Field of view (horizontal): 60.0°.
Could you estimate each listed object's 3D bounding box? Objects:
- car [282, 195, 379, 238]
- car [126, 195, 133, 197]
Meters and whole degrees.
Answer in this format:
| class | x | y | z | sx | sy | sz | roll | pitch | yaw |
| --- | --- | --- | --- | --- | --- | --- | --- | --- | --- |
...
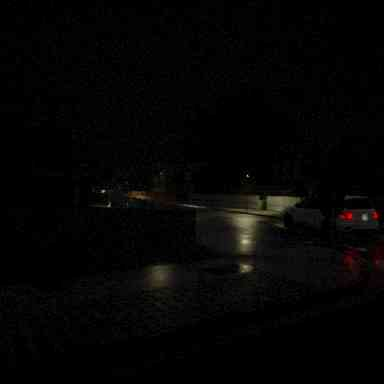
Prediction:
| class | x | y | z | sx | sy | sz | roll | pitch | yaw |
| --- | --- | --- | --- | --- | --- | --- | --- | --- | --- |
| car | 6.959 | 1.187 | 17.414 | 2.150 | 2.045 | 5.566 | 0 | 1 | -16 |
| car | -10.213 | 1.070 | 52.325 | 1.895 | 1.301 | 4.718 | 0 | 1 | -29 |
